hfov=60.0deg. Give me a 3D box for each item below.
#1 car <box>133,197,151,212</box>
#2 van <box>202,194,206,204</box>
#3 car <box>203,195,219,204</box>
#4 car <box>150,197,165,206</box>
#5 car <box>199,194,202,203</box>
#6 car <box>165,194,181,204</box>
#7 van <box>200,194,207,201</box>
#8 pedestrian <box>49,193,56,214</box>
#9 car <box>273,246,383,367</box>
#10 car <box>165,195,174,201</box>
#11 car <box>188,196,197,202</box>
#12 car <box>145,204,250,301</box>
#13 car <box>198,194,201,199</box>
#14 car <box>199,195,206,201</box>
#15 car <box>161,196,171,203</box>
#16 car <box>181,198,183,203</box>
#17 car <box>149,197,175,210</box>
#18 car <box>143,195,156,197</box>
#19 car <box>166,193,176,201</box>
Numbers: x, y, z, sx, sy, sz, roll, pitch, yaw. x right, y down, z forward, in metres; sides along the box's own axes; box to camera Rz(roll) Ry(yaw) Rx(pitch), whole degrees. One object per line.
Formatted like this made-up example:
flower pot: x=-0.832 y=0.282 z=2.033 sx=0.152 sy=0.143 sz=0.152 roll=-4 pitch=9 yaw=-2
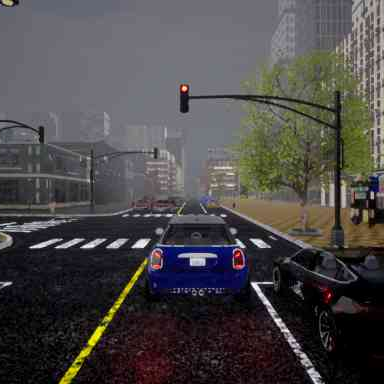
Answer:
car: x=-5.644 y=1.585 z=38.280 sx=1.802 sy=1.307 sz=4.206 roll=0 pitch=0 yaw=0
van: x=2.749 y=1.345 z=49.375 sx=1.690 sy=1.788 sz=3.998 roll=0 pitch=0 yaw=0
car: x=2.742 y=1.528 z=43.994 sx=1.752 sy=1.417 sz=4.829 roll=0 pitch=0 yaw=0
car: x=-5.626 y=1.555 z=54.933 sx=2.008 sy=1.369 sz=4.403 roll=0 pitch=0 yaw=0
car: x=2.760 y=1.556 z=60.477 sx=2.008 sy=1.369 sz=4.403 roll=0 pitch=0 yaw=0
car: x=-3.036 y=1.509 z=50.920 sx=1.837 sy=1.490 sz=4.892 roll=0 pitch=0 yaw=0
van: x=2.787 y=1.349 z=82.681 sx=1.690 sy=1.788 sz=3.998 roll=0 pitch=0 yaw=0
pedestrian: x=-12.716 y=1.039 z=30.292 sx=0.375 sy=1.860 sz=0.375 roll=0 pitch=-1 yaw=-1
car: x=2.700 y=1.566 z=5.795 sx=1.947 sy=1.339 sz=4.313 roll=0 pitch=0 yaw=0
car: x=-5.595 y=1.559 z=82.688 sx=2.008 sy=1.369 sz=4.403 roll=0 pitch=0 yaw=0
car: x=0.089 y=1.548 z=79.296 sx=2.033 sy=1.411 sz=5.357 roll=0 pitch=0 yaw=0
car: x=0.110 y=1.353 z=8.462 sx=2.097 sy=1.767 sz=4.553 roll=0 pitch=0 yaw=0
car: x=2.773 y=1.572 z=71.579 sx=1.947 sy=1.339 sz=4.313 roll=0 pitch=0 yaw=0
car: x=2.792 y=1.534 z=88.402 sx=1.752 sy=1.417 sz=4.829 roll=0 pitch=0 yaw=0
car: x=-5.608 y=1.532 z=71.416 sx=1.752 sy=1.417 sz=4.829 roll=0 pitch=0 yaw=0
car: x=-2.930 y=1.532 z=68.972 sx=1.812 sy=1.442 sz=4.674 roll=0 pitch=0 yaw=0
car: x=-3.062 y=1.528 z=35.259 sx=1.812 sy=1.442 sz=4.674 roll=0 pitch=0 yaw=0
car: x=-5.637 y=1.318 z=43.831 sx=2.192 sy=1.841 sz=5.009 roll=0 pitch=0 yaw=0
car: x=-5.588 y=1.324 z=88.239 sx=2.192 sy=1.841 sz=5.009 roll=0 pitch=0 yaw=0
